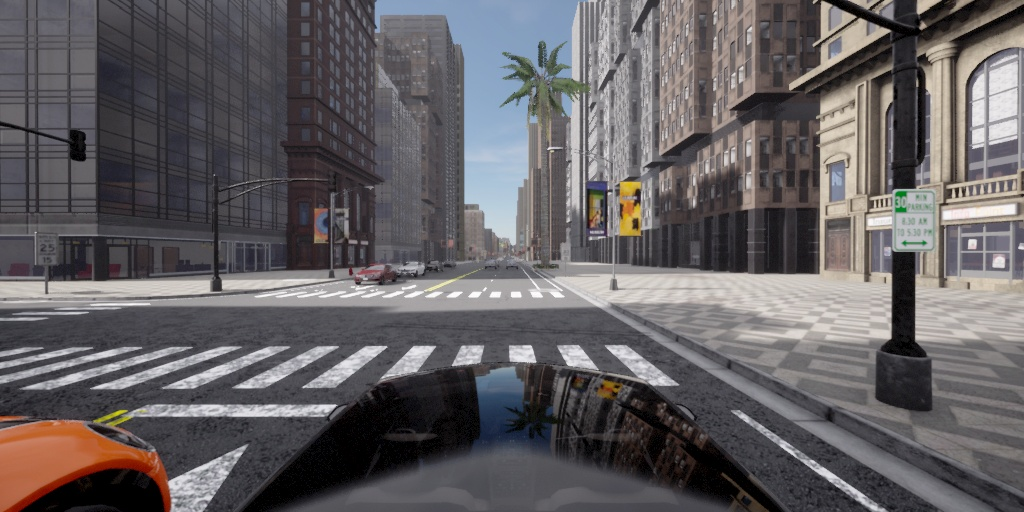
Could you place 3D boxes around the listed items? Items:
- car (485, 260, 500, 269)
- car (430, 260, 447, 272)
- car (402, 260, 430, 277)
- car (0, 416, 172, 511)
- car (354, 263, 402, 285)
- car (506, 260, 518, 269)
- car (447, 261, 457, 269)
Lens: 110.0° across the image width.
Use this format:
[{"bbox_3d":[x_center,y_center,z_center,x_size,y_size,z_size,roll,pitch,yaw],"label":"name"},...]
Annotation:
[{"bbox_3d":[-3.238,1.330,55.769,2.033,1.411,5.357,0,0,0],"label":"car"},{"bbox_3d":[-9.838,1.271,45.216,1.837,1.490,4.892,0,0,0],"label":"car"},{"bbox_3d":[-9.840,1.283,35.300,1.812,1.442,4.674,0,0,0],"label":"car"},{"bbox_3d":[-3.150,1.102,0.290,2.097,1.767,4.553,0,0,0],"label":"car"},{"bbox_3d":[-9.846,1.279,26.308,1.812,1.442,4.674,0,0,-1],"label":"car"},{"bbox_3d":[0.012,1.330,55.768,2.033,1.411,5.357,0,0,0],"label":"car"},{"bbox_3d":[-9.788,1.382,55.323,1.895,1.301,4.718,0,0,1],"label":"car"}]
